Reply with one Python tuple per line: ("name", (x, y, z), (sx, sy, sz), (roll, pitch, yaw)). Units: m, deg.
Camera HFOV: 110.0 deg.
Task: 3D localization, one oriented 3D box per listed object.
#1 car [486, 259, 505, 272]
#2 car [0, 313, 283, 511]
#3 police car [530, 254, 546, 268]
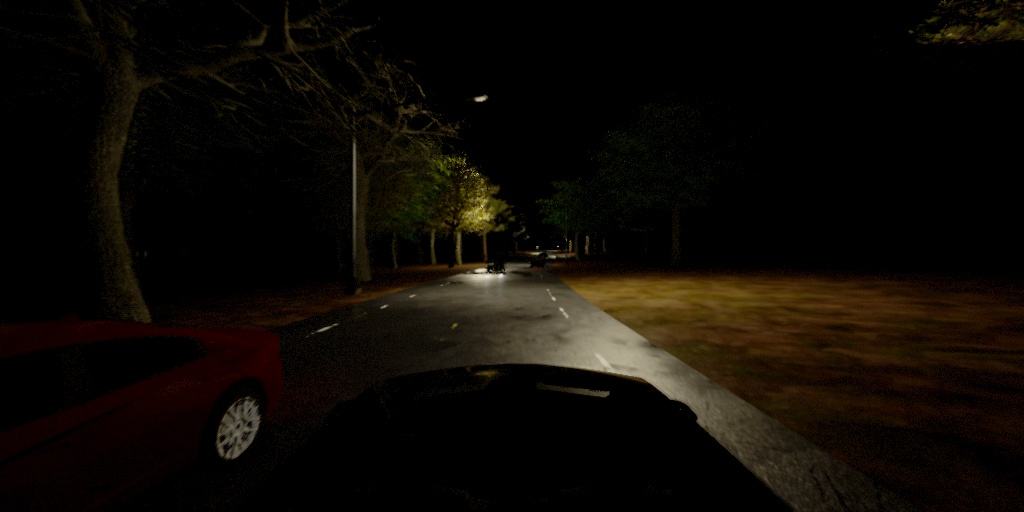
("car", (-1.876, 1.135, 42.876), (1.837, 1.490, 4.892), (0, 1, 5))
("car", (-3.580, 1.221, 2.051), (1.882, 1.535, 5.008), (0, 0, 0))
("police car", (3.769, 0.928, 53.755), (1.930, 1.638, 5.238), (0, 1, 6))
